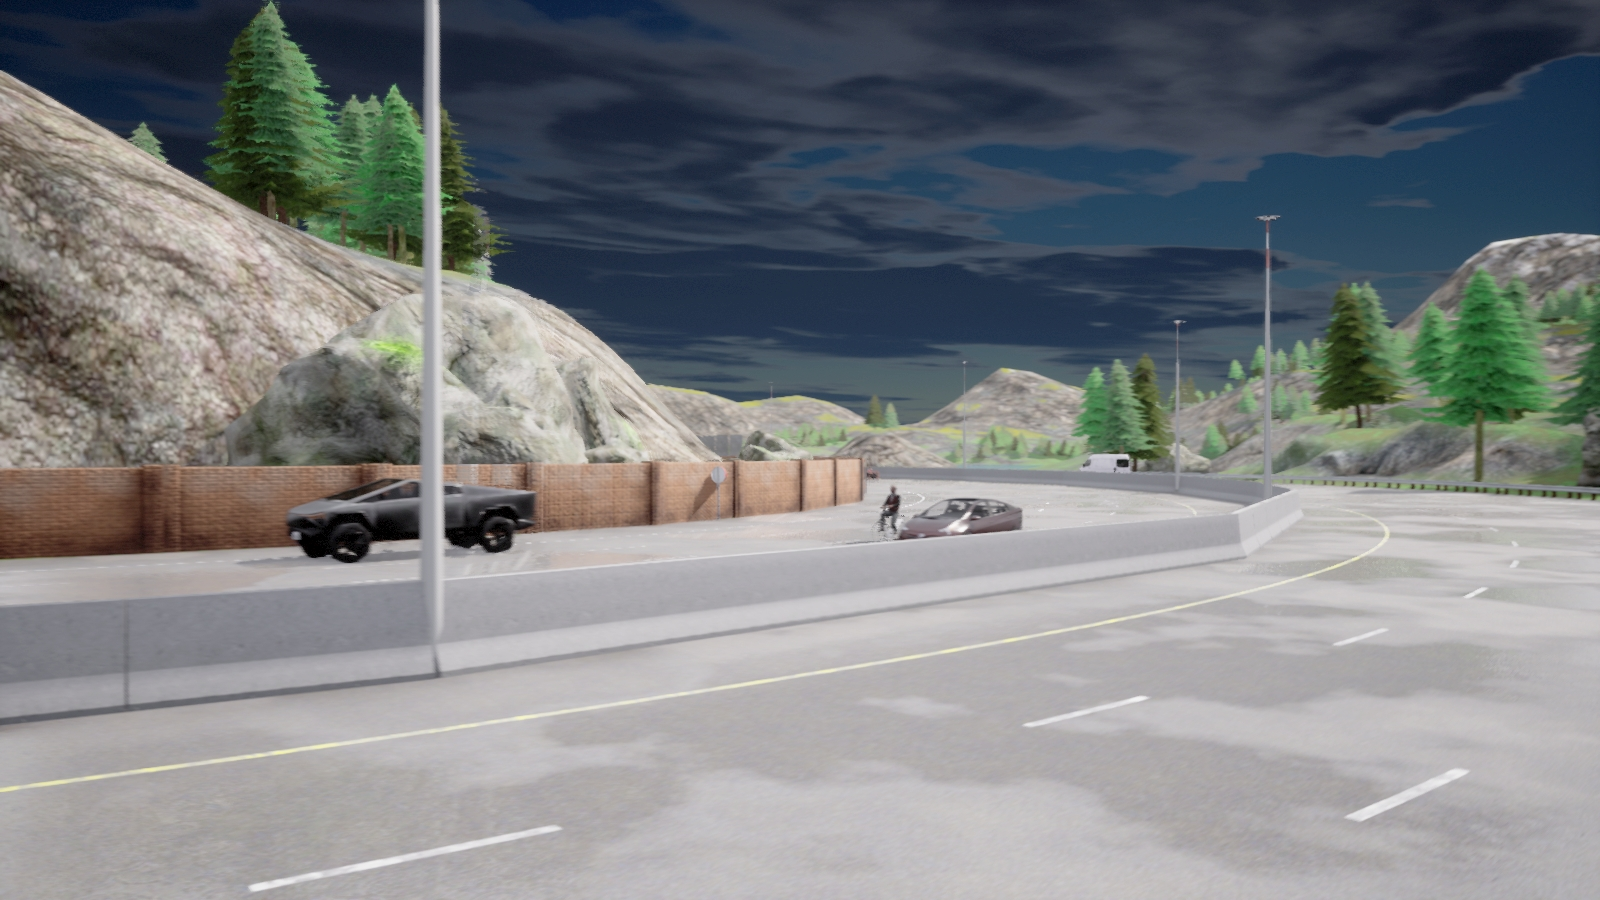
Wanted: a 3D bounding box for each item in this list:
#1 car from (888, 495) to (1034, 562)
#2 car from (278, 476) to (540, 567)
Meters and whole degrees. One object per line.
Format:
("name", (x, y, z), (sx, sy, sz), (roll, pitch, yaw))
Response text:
("car", (4.523, 2.089, 31.485), (2.007, 1.525, 4.514), (0, 0, 38))
("car", (-10.426, 1.809, 30.915), (6.274, 2.098, 2.390), (0, 0, -43))
